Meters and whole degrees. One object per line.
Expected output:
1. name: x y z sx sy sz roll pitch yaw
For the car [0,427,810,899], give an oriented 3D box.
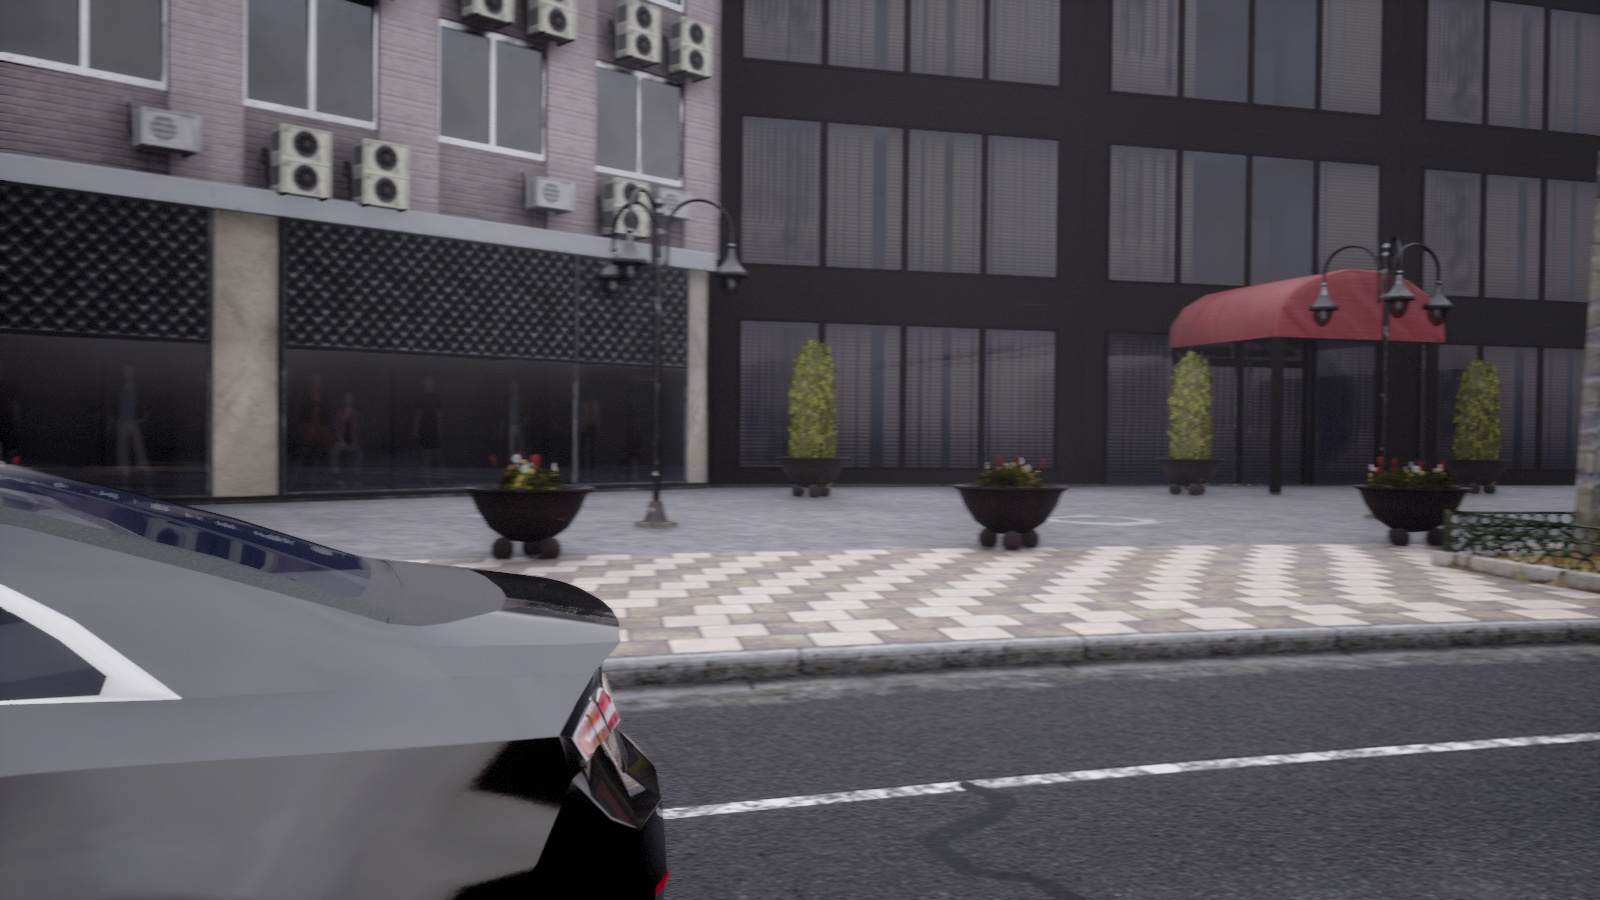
1. car: -2.654 0.745 2.187 4.902 1.511 2.128 -1 1 -22
